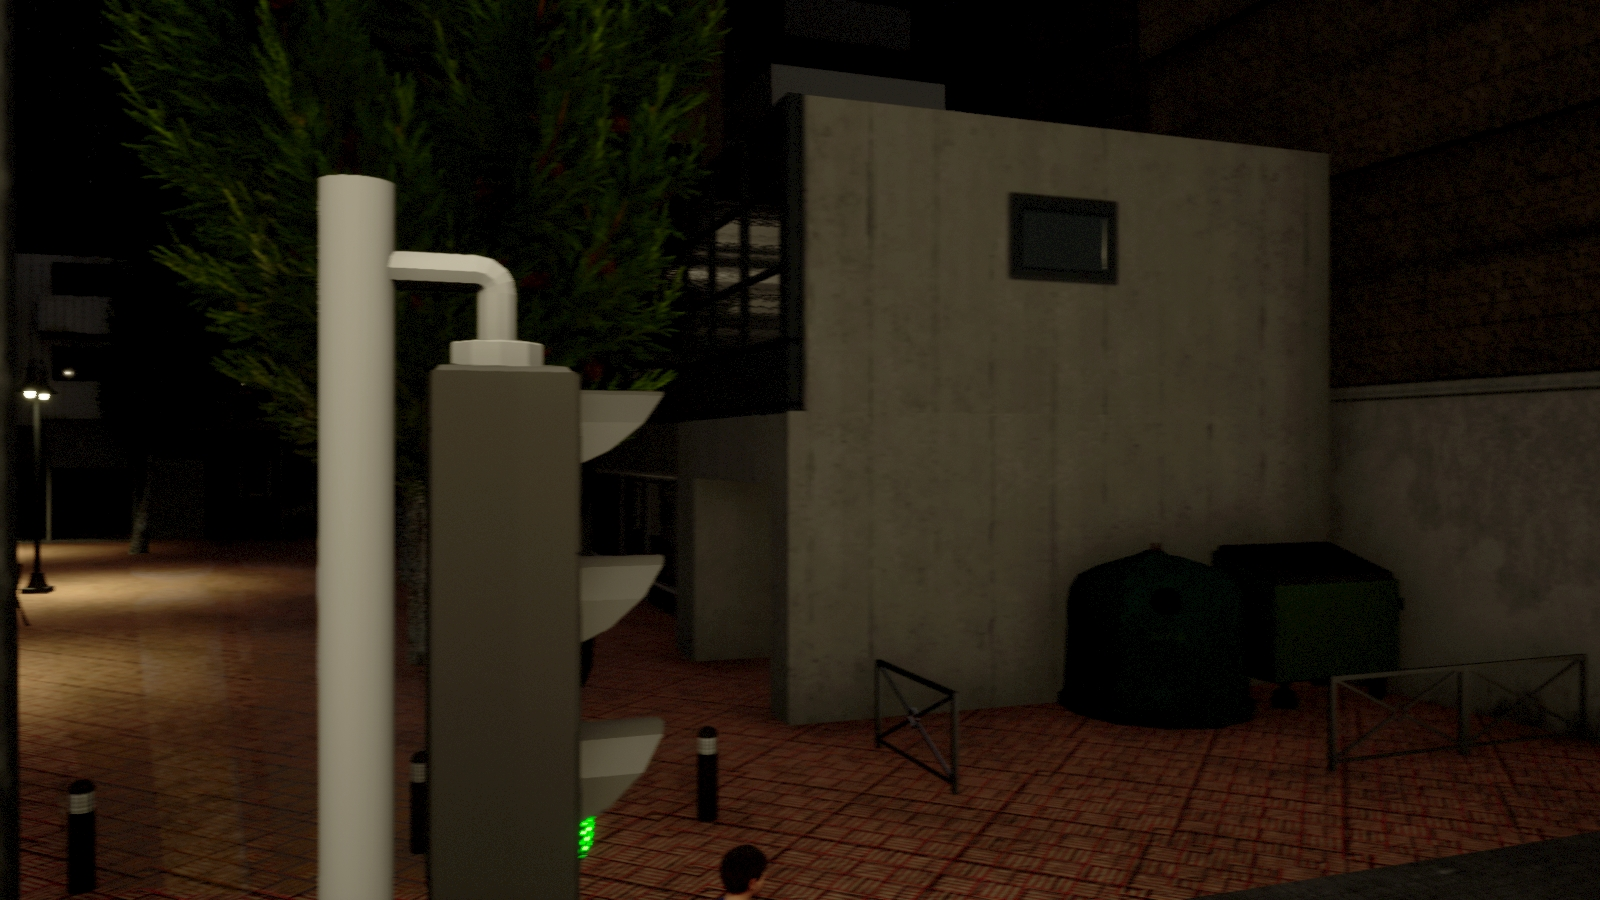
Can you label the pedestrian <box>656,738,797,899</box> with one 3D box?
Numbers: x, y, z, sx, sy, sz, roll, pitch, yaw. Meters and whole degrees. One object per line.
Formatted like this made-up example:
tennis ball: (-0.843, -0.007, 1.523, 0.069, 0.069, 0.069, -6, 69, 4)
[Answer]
pedestrian: (-0.278, 1.804, 4.313, 0.375, 1.300, 0.375, 0, 0, -43)
